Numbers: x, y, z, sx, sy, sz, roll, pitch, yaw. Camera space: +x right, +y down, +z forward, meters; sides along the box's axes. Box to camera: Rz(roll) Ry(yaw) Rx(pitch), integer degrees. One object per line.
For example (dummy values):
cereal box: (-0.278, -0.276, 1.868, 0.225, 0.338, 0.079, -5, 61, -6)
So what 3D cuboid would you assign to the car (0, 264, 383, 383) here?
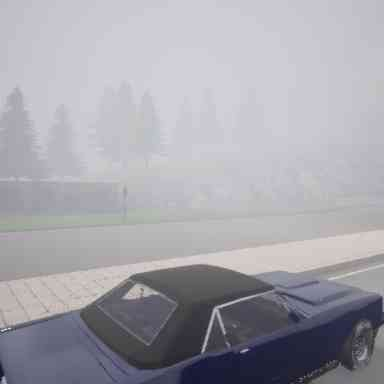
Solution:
car: (0.370, 1.600, 4.009, 4.718, 1.301, 1.895, 0, 0, -36)
